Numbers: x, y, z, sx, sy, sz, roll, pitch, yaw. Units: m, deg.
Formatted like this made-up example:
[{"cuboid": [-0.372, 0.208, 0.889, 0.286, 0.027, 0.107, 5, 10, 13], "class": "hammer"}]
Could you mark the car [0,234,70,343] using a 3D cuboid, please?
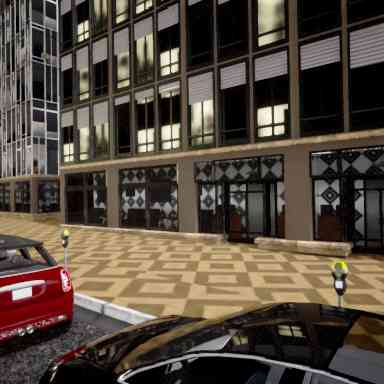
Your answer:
[{"cuboid": [-3.911, 1.441, 5.819, 4.097, 1.590, 1.967, 0, -1, 37], "class": "car"}]

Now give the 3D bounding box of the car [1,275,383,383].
[{"cuboid": [0.663, 1.566, 2.439, 4.313, 1.339, 1.947, 0, -1, 36], "class": "car"}]
